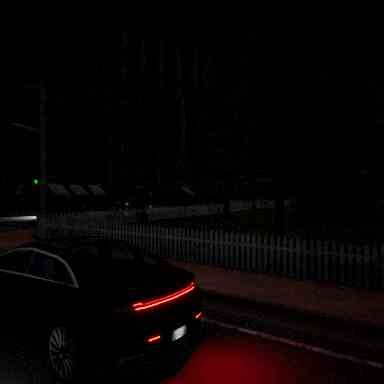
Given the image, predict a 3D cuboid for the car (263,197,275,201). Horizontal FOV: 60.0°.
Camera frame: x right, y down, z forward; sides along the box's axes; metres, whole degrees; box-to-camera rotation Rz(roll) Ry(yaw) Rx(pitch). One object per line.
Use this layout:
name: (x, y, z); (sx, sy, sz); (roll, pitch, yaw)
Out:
car: (15.208, 1.547, 59.887); (2.033, 1.411, 5.357); (0, 0, 34)

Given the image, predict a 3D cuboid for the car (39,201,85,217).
car: (-12.377, 1.564, 31.861); (1.994, 1.385, 4.181); (0, 0, 34)

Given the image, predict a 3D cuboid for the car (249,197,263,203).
car: (12.330, 1.601, 61.873); (1.895, 1.301, 4.718); (0, 0, 34)

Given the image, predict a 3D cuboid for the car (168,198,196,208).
car: (-1.402, 1.601, 48.105); (1.895, 1.301, 4.718); (0, 0, 34)

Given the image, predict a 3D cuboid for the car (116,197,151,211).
car: (-6.960, 1.352, 39.885); (2.097, 1.767, 4.553); (0, 0, 34)

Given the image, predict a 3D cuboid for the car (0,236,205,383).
car: (-2.118, 1.491, 5.451); (4.902, 1.511, 2.128); (0, 0, 36)
